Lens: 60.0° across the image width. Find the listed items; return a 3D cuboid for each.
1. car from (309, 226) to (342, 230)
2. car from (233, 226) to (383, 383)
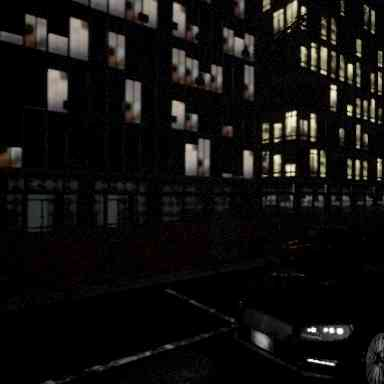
[{"bbox_3d":[3.898,1.632,9.346,4.206,1.307,1.802,0,0,-36],"label":"car"},{"bbox_3d":[2.830,1.523,5.403,4.902,1.511,2.128,0,0,-36],"label":"car"}]
